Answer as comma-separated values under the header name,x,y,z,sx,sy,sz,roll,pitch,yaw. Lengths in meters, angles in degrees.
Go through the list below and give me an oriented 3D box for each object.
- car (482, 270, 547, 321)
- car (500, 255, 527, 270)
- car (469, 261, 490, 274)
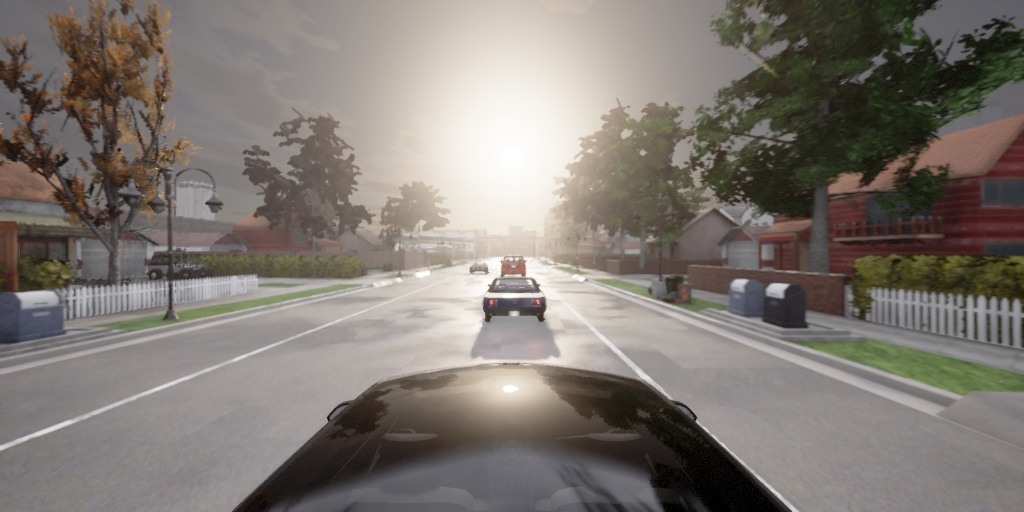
name,x,y,z,sx,sy,sz,roll,pitch,yaw
car,0.078,1.349,12.431,1.895,1.301,4.718,0,0,0
car,0.132,0.924,31.394,2.150,2.045,5.566,0,0,0
car,-3.532,1.242,39.347,1.994,1.385,4.181,0,0,0
